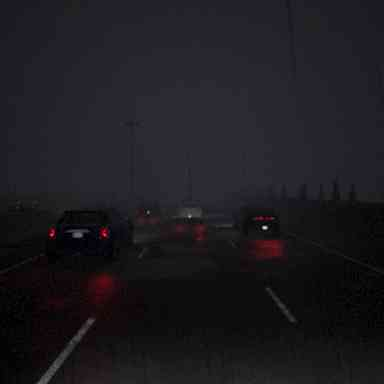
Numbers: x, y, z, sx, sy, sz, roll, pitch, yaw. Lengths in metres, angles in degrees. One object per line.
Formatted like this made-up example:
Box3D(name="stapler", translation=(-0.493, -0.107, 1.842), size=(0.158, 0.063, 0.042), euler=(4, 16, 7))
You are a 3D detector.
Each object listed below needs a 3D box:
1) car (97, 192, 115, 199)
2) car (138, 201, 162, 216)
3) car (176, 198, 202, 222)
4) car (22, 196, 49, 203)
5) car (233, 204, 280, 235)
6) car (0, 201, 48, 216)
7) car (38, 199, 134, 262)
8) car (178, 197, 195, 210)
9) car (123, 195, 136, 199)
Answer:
Box3D(name="car", translation=(-15.301, 1.011, 59.405), size=(2.150, 2.045, 5.566), euler=(0, 0, -2))
Box3D(name="car", translation=(-3.899, 1.497, 31.536), size=(1.895, 1.301, 4.718), euler=(0, 0, -2))
Box3D(name="car", translation=(-0.228, 1.443, 25.140), size=(1.812, 1.442, 4.674), euler=(0, 0, -2))
Box3D(name="car", translation=(-18.276, 1.225, 38.380), size=(2.097, 1.767, 4.553), euler=(0, 0, -1))
Box3D(name="car", translation=(3.442, 1.444, 18.347), size=(1.837, 1.490, 4.892), euler=(0, 0, -1))
Box3D(name="car", translation=(-10.789, 1.497, 20.174), size=(1.994, 1.385, 4.181), euler=(0, 0, -1))
Box3D(name="car", translation=(-3.454, 1.312, 12.104), size=(2.097, 1.767, 4.553), euler=(0, 0, -1))
Box3D(name="car", translation=(-0.693, 1.409, 41.931), size=(2.033, 1.411, 5.357), euler=(0, 0, -2))
Box3D(name="car", translation=(-11.920, 1.313, 63.651), size=(1.882, 1.535, 5.008), euler=(0, 0, -2))
